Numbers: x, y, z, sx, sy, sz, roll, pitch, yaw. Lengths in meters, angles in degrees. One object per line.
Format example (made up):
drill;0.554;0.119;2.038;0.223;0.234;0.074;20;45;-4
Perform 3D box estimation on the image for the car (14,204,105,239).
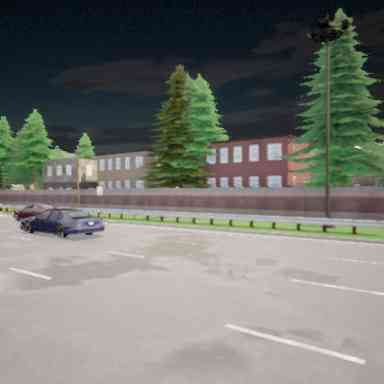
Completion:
car;-6.907;1.565;17.520;5.357;1.411;2.033;0;0;36
